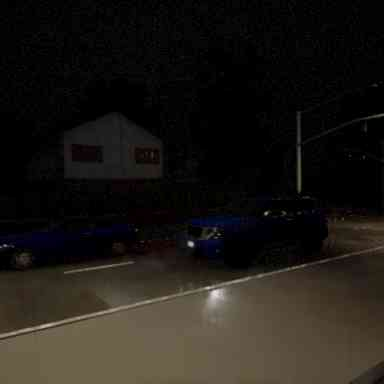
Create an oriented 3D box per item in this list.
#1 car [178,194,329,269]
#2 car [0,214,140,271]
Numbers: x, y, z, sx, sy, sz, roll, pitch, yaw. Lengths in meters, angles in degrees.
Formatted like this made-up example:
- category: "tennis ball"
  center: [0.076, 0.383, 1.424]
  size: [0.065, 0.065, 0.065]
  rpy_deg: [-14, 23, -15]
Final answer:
- category: "car"
  center: [2.226, 1.095, 11.047]
  size: [5.566, 2.045, 2.150]
  rpy_deg: [-1, 0, -35]
- category: "car"
  center: [-4.007, 1.479, 10.933]
  size: [4.674, 1.442, 1.812]
  rpy_deg: [-1, 1, -36]
